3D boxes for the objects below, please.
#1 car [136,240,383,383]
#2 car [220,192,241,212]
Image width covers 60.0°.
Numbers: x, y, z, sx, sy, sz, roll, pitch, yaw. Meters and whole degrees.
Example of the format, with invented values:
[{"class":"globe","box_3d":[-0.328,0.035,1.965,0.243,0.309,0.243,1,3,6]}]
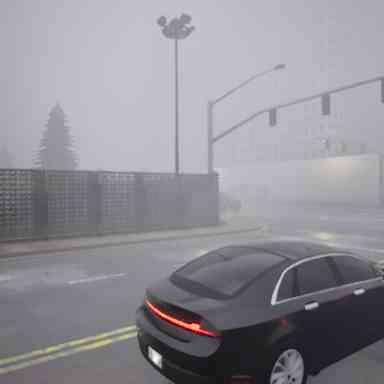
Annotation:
[{"class":"car","box_3d":[1.590,1.480,4.918,4.892,1.490,1.837,0,0,-35]},{"class":"car","box_3d":[2.807,1.028,35.618,2.150,2.045,5.566,0,0,-35]}]
